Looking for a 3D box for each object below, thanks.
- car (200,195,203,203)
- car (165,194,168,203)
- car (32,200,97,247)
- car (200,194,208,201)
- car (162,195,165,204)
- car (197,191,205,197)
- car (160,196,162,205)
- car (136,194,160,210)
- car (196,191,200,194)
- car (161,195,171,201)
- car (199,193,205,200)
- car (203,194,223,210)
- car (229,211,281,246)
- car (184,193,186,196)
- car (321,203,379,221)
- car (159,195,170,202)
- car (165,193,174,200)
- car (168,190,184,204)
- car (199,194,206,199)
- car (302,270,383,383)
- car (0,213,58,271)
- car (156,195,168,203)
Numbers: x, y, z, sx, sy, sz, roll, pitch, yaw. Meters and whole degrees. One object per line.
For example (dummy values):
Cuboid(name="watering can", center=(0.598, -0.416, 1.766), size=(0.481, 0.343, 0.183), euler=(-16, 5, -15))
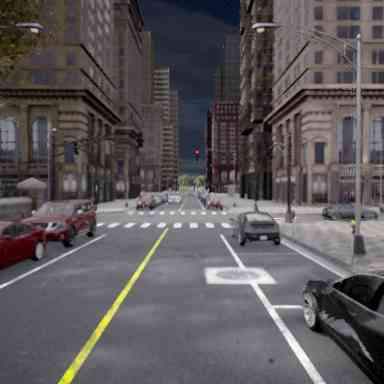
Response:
Cuboid(name="car", center=(2.771, 1.458, 52.921), size=(1.947, 1.339, 4.313), euler=(-1, 0, 0))
Cuboid(name="car", center=(-5.752, 1.440, 58.457), size=(1.947, 1.339, 4.313), euler=(-1, 0, 0))
Cuboid(name="car", center=(-5.772, 1.295, 14.994), size=(2.192, 1.841, 5.009), euler=(-1, 0, 0))
Cuboid(name="car", center=(2.782, 1.308, 80.793), size=(1.752, 1.417, 4.829), euler=(-1, 0, 0))
Cuboid(name="car", center=(-5.755, 1.418, 52.746), size=(1.752, 1.417, 4.829), euler=(-1, 0, 0))
Cuboid(name="car", center=(2.779, 1.250, 75.083), size=(1.967, 1.590, 4.097), euler=(-1, 0, 0))
Cuboid(name="car", center=(-5.757, 1.435, 47.206), size=(1.752, 1.417, 4.829), euler=(-1, 0, 0))
Cuboid(name="car", center=(-5.762, 1.240, 41.834), size=(2.192, 1.841, 5.009), euler=(-1, 0, 0))
Cuboid(name="car", center=(2.783, 1.193, 86.164), size=(1.967, 1.590, 4.097), euler=(-1, 0, 0))
Cuboid(name="car", center=(-5.746, 1.376, 75.080), size=(1.947, 1.339, 4.313), euler=(-1, 0, 0))
Cuboid(name="car", center=(2.776, 1.420, 64.001), size=(1.947, 1.339, 4.313), euler=(-1, 0, 0))
Cuboid(name="car", center=(2.765, 1.364, 41.840), size=(1.967, 1.590, 4.097), euler=(-1, 0, 0))
Cuboid(name="car", center=(2.756, 1.530, 15.002), size=(2.008, 1.369, 4.403), euler=(-1, 0, 0))
Cuboid(name="car", center=(-2.974, 1.172, 75.116), size=(1.837, 1.490, 4.892), euler=(0, 0, 0))
Cuboid(name="car", center=(12.770, 1.604, 27.006), size=(4.181, 1.385, 1.994), euler=(0, 1, 0))
Cuboid(name="car", center=(-5.748, 1.399, 69.539), size=(1.947, 1.339, 4.313), euler=(-1, 0, 0))
Cuboid(name="car", center=(-5.742, 1.193, 86.162), size=(1.967, 1.590, 4.097), euler=(-1, 0, 0))
Cuboid(name="car", center=(-3.020, 1.092, 58.927), size=(2.150, 2.045, 5.566), euler=(0, 0, 1))
Cuboid(name="car", center=(2.787, 1.301, 91.706), size=(1.802, 1.307, 4.206), euler=(-1, 0, 0))
Cuboid(name="car", center=(2.752, 1.562, 3.953), size=(1.947, 1.339, 4.313), euler=(-1, 0, 0))
Cuboid(name="car", center=(-5.771, 1.533, 9.469), size=(1.887, 1.381, 4.507), euler=(-1, 0, 0))
Cuboid(name="car", center=(-5.750, 1.380, 63.828), size=(1.752, 1.417, 4.829), euler=(-1, 0, 0))
